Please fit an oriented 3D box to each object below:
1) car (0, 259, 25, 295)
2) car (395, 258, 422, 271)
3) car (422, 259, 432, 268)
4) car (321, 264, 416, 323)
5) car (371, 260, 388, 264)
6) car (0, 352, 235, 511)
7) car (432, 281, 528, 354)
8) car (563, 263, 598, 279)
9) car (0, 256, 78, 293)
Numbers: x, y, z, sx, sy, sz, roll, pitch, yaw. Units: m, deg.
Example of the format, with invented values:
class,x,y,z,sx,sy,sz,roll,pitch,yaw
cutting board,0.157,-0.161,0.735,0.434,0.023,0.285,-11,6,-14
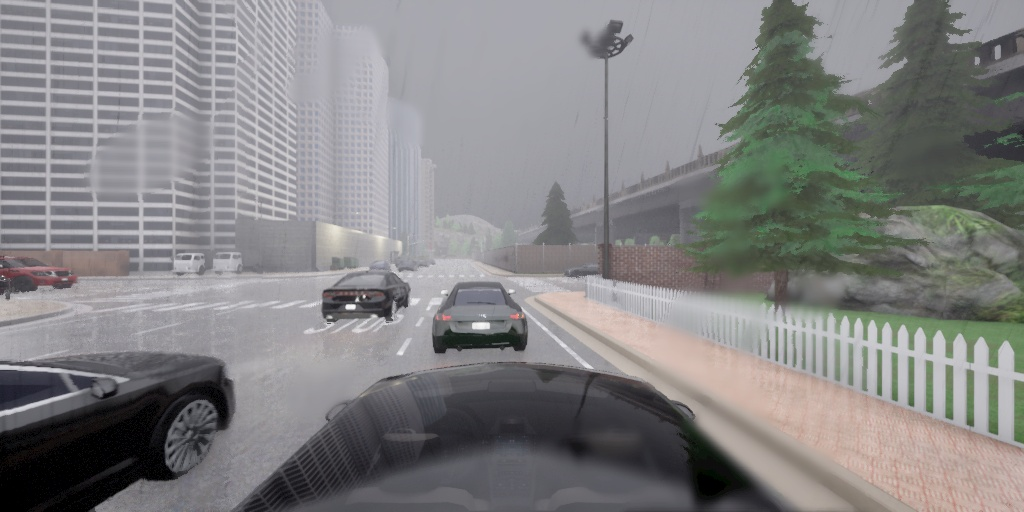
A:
class,x,y,z,sx,sy,sz,roll,pitch,yaw
car,-27.778,1.156,17.438,4.553,1.767,2.097,0,0,-8
car,-12.927,1.294,44.681,2.033,1.411,5.357,0,0,-8
car,-15.025,1.309,59.812,1.994,1.385,4.181,0,0,-8
car,-4.717,1.227,12.238,1.882,1.535,5.008,0,0,-7
car,-16.468,1.272,44.738,1.812,1.442,4.674,0,0,-8
car,-3.778,1.241,1.770,2.128,1.511,4.902,0,0,-2
car,-0.821,1.313,8.883,1.994,1.385,4.181,0,0,-7
car,7.073,1.329,33.103,4.674,1.442,1.812,0,0,-7
car,-29.132,1.025,20.791,5.566,2.045,2.150,0,0,-8
